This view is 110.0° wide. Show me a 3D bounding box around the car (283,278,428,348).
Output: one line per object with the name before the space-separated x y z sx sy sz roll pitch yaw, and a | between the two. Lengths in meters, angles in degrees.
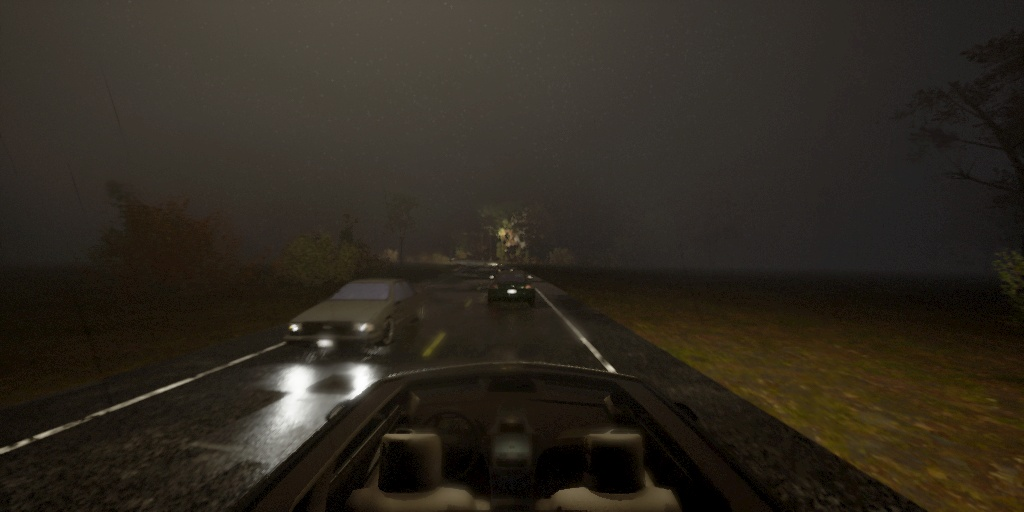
car | -3.643 1.324 9.624 2.033 1.411 5.357 0 0 -1

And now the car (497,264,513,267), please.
car | -0.769 1.444 37.227 1.895 1.301 4.718 0 0 -3

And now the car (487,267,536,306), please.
car | -0.051 1.354 15.976 1.994 1.385 4.181 0 0 -1
